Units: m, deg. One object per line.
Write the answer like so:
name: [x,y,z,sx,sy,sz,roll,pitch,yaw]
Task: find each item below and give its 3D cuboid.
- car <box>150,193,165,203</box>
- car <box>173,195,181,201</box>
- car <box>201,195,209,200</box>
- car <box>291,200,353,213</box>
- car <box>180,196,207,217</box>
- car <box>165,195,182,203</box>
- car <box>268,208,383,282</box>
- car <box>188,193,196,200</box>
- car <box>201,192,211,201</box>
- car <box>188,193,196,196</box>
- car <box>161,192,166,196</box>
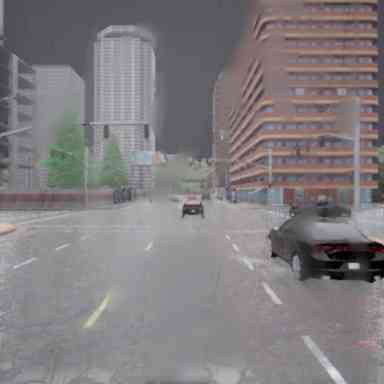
car: [-7.007,1.392,63.997,2.128,1.511,4.902,0,0,0]
car: [-3.489,1.396,79.415,1.812,1.442,4.674,0,0,0]
car: [3.513,1.429,92.118,1.895,1.301,4.718,0,0,0]
car: [9.883,1.418,25.463,4.892,1.490,1.837,-1,-3,-15]
car: [0.093,1.417,30.177,1.882,1.535,5.008,0,0,0]
car: [-3.507,1.460,63.957,1.994,1.385,4.181,0,0,0]
car: [3.572,1.462,9.780,1.882,1.535,5.008,0,0,0]
car: [0.013,1.189,92.058,2.097,1.767,4.553,0,0,0]
car: [3.512,1.086,82.550,2.150,2.045,5.566,0,0,0]
car: [0.012,1.216,83.342,2.097,1.767,4.553,0,0,0]
car: [-6.988,1.397,79.640,2.128,1.511,4.902,0,0,0]
